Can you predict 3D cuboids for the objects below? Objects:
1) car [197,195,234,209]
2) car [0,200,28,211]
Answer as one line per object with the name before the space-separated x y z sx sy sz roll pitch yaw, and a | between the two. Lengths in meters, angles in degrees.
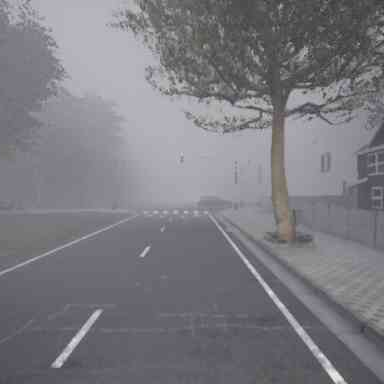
car | 2.862 1.192 41.366 4.553 1.767 2.097 -1 0 0
car | -22.997 1.759 41.445 4.892 1.490 1.837 1 -1 0
